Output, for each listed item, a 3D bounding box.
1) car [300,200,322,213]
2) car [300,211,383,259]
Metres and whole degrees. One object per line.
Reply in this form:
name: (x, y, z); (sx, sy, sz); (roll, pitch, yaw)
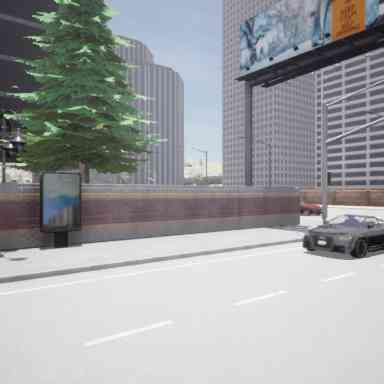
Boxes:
car: (10.238, 1.478, 32.138); (1.882, 1.535, 5.008); (0, 0, -35)
car: (6.115, 1.564, 12.644); (4.181, 1.385, 1.994); (0, 0, -35)
